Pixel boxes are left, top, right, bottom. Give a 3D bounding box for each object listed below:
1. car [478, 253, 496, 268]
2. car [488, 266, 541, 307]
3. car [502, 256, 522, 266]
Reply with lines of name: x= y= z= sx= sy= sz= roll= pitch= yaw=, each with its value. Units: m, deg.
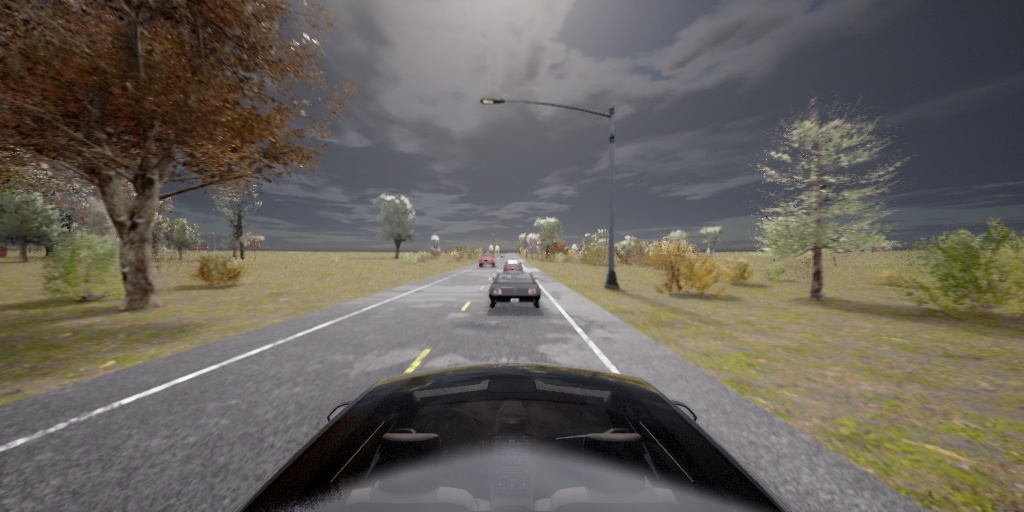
car: x=-3.547 y=0.567 z=51.778 sx=2.150 sy=2.045 sz=5.566 roll=0 pitch=1 yaw=1
car: x=0.101 y=1.247 z=14.710 sx=1.895 sy=1.301 sz=4.718 roll=0 pitch=0 yaw=0
car: x=0.104 y=1.029 z=37.314 sx=1.994 sy=1.385 sz=4.181 roll=0 pitch=0 yaw=0
